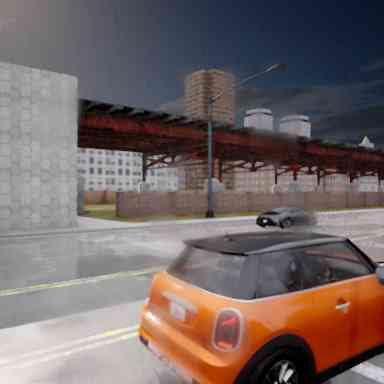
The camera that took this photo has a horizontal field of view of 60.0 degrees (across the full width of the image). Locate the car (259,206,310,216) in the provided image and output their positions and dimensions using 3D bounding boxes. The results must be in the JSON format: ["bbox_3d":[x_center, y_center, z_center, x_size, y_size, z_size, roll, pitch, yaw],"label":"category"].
[{"bbox_3d":[6.016,1.574,21.163,4.181,1.385,1.994,0,0,-35],"label":"car"}]

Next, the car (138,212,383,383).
[{"bbox_3d":[1.608,1.354,4.896,4.553,1.767,2.097,0,0,-34],"label":"car"}]
